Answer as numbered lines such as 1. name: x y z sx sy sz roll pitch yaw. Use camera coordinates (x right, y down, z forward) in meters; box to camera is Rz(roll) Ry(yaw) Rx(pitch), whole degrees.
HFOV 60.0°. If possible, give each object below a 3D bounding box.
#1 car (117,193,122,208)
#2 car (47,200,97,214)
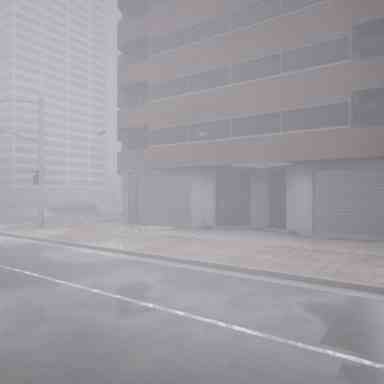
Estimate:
1. car: -7.335 1.352 44.674 2.097 1.767 4.553 0 0 35
2. car: -13.035 1.547 36.555 2.033 1.411 5.357 0 0 35
